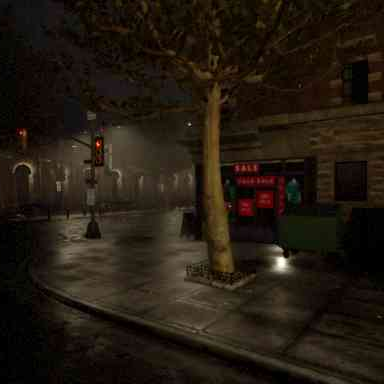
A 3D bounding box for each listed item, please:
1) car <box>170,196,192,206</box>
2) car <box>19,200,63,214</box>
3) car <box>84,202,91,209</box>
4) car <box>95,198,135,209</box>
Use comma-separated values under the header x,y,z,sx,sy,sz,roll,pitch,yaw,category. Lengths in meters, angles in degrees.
x,y,z,sx,sy,sz,roll,pitch,yaw,category
-2.031,1.478,53.671,1.882,1.535,5.008,0,0,36,car
-15.739,1.564,34.826,1.994,1.385,4.181,0,0,36,car
-12.153,1.595,45.125,1.895,1.301,4.718,0,0,36,car
-9.626,1.492,43.249,2.128,1.511,4.902,0,0,36,car
